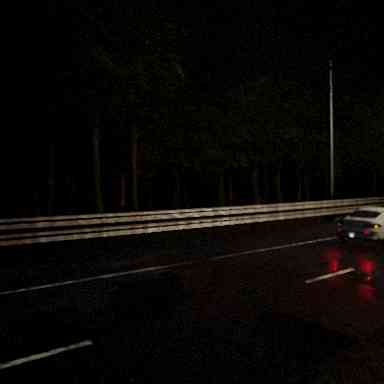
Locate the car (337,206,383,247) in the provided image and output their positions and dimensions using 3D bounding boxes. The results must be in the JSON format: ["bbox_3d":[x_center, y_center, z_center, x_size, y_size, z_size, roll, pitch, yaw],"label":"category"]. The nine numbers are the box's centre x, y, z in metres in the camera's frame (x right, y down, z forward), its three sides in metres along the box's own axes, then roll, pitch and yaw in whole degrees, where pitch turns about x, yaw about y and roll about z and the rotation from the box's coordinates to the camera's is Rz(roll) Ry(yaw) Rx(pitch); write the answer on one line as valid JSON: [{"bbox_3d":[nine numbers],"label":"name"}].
[{"bbox_3d":[7.803,1.305,13.631,4.674,1.442,1.812,-2,1,-35],"label":"car"}]
